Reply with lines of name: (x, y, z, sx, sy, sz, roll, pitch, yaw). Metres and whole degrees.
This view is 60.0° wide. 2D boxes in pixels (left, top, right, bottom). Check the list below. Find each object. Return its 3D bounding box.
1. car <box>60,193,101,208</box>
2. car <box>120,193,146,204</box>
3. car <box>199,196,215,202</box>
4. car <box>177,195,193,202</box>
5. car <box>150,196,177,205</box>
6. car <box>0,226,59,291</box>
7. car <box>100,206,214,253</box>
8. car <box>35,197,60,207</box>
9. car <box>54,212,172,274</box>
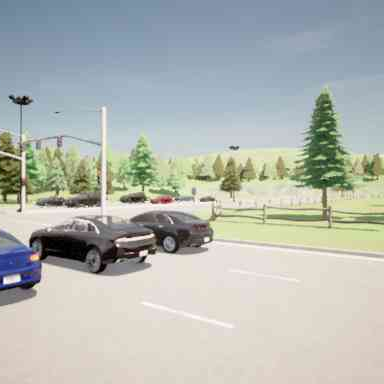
car: (-14.670, 1.192, 45.607, 2.150, 2.045, 5.566, 0, 0, 35)
car: (-11.076, 1.187, 62.982, 2.150, 2.045, 5.566, 0, 0, 35)
car: (3.231, 1.507, 71.131, 1.994, 1.385, 4.181, 0, 0, 35)
car: (-1.883, 1.465, 76.016, 2.033, 1.411, 5.357, 0, 0, 36)
car: (-5.334, 1.447, 59.014, 1.882, 1.535, 5.008, 0, 0, 35)
car: (-5.347, 1.519, 7.787, 4.674, 1.442, 1.812, 0, 0, 36)
car: (-1.430, 1.498, 13.590, 4.892, 1.490, 1.837, 0, 0, 36)
car: (-20.646, 1.468, 49.265, 1.837, 1.490, 4.892, 0, 0, 35)
car: (-3.305, 1.485, 10.628, 4.902, 1.511, 2.128, 0, 0, 36)
